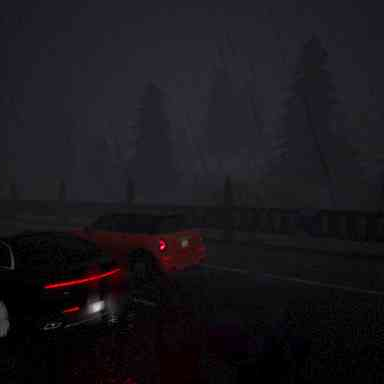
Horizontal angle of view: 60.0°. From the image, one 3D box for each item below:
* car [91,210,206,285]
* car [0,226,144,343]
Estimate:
[{"bbox_3d":[-1.910,1.314,9.654,4.553,1.767,2.097,0,0,36],"label":"car"},{"bbox_3d":[-3.404,1.470,6.421,4.892,1.490,1.837,0,0,36],"label":"car"}]
